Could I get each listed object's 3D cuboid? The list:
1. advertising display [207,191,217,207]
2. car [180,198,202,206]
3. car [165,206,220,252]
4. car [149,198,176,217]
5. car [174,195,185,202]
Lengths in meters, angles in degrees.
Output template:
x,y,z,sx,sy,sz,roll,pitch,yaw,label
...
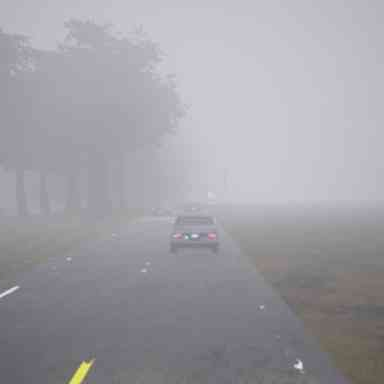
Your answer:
x,y,z,sx,sy,sz,roll,pitch,yaw,label
3.167,1.128,53.569,1.540,2.440,0.280,1,0,0,advertising display
0.116,1.586,34.299,1.994,1.385,4.181,0,0,0,car
0.103,1.545,13.825,2.033,1.411,5.357,0,0,0,car
-2.831,1.542,31.971,1.812,1.442,4.674,0,0,0,car
-2.712,1.481,72.516,2.097,1.767,4.553,0,0,0,car
